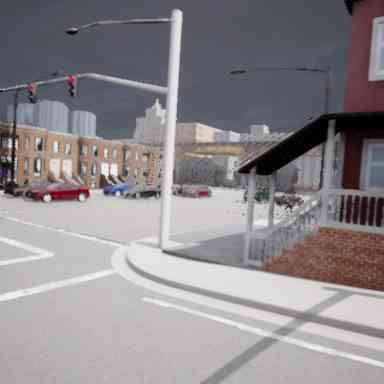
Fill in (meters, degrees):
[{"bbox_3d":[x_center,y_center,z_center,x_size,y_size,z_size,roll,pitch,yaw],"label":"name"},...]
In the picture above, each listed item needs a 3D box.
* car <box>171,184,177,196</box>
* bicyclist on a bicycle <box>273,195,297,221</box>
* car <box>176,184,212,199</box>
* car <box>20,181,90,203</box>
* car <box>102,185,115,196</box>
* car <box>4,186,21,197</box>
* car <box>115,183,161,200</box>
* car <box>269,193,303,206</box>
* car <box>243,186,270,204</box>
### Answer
[{"bbox_3d":[-1.748,-0.275,45.099,2.128,1.511,4.902,5,3,36],"label":"car"},{"bbox_3d":[6.128,1.065,21.934,1.656,1.620,0.582,5,3,36],"label":"bicyclist on a bicycle"},{"bbox_3d":[0.595,-0.145,42.364,2.097,1.767,4.553,5,3,36],"label":"car"},{"bbox_3d":[-10.630,-0.027,26.795,1.882,1.535,5.008,5,3,36],"label":"car"},{"bbox_3d":[-7.611,-0.293,36.976,1.882,1.535,5.008,5,3,36],"label":"car"},{"bbox_3d":[-13.283,-0.227,29.106,2.033,1.411,5.357,5,3,36],"label":"car"},{"bbox_3d":[-5.127,-0.010,34.453,2.128,1.511,4.902,5,3,36],"label":"car"},{"bbox_3d":[11.401,0.872,39.167,2.033,1.411,5.357,5,3,36],"label":"car"},{"bbox_3d":[8.242,0.277,40.717,2.150,2.045,5.566,5,3,36],"label":"car"}]
